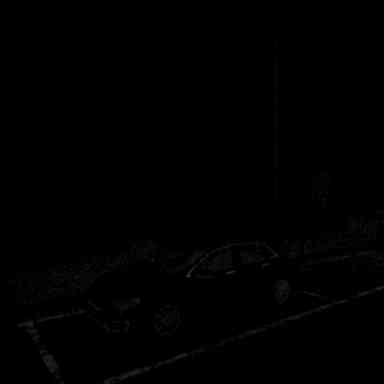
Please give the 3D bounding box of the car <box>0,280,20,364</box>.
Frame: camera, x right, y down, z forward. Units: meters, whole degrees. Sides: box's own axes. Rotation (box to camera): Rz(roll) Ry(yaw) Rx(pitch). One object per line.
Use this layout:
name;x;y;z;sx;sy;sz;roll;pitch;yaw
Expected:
car;-4.156;1.550;3.224;4.403;1.369;2.008;0;0;-35

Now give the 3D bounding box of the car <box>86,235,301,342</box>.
car;0.251;1.551;6.367;4.403;1.369;2.008;0;0;-35

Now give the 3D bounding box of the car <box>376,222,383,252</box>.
car;9.064;1.317;12.653;5.009;1.841;2.192;0;0;-35
